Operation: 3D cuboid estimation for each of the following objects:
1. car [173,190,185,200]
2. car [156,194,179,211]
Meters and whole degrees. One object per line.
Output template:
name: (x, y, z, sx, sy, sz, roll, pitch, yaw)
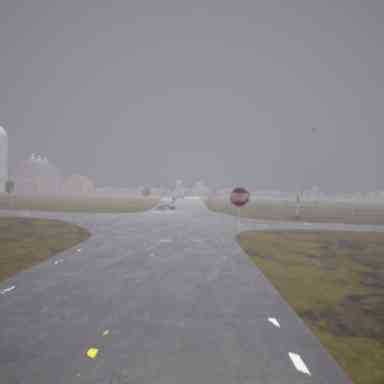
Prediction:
car: (-2.726, 0.618, 69.736, 2.150, 2.045, 5.566, 0, 1, 0)
car: (-2.715, 1.263, 36.107, 1.812, 1.442, 4.674, 0, 2, 0)
